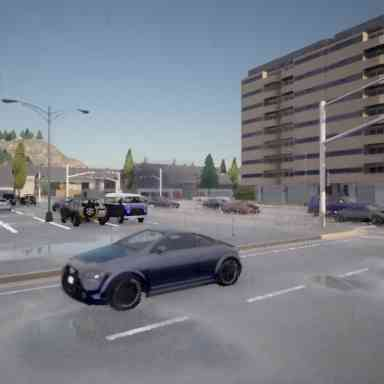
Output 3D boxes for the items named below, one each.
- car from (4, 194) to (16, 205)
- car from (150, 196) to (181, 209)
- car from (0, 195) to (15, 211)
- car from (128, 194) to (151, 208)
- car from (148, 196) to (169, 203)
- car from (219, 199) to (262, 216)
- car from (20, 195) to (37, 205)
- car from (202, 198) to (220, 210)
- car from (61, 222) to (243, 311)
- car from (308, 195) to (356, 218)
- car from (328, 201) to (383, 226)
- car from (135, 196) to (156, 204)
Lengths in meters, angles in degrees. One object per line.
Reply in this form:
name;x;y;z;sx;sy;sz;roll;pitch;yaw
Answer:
car;-29.688;1.212;53.706;1.905;1.878;3.866;0;0;-35
car;-3.493;1.656;45.936;1.895;1.301;4.718;0;0;-35
car;-21.832;1.451;37.872;1.970;1.475;3.806;0;0;-35
car;-9.061;1.603;59.962;2.033;1.411;5.357;0;0;-35
car;-6.997;1.546;69.324;2.128;1.511;4.902;0;0;-35
car;5.104;1.620;33.821;1.994;1.385;4.181;0;0;-35
car;-27.292;1.209;55.329;1.932;1.855;4.605;0;0;-35
car;3.287;1.561;42.423;1.837;1.490;4.892;0;0;-35
car;-0.796;1.564;7.794;4.181;1.385;1.994;0;0;-36
car;12.840;1.276;28.975;2.150;2.045;5.566;0;0;-35
car;12.357;1.610;23.613;1.994;1.385;4.181;0;0;-35
car;-9.309;1.547;66.534;2.128;1.511;4.902;0;0;-35
